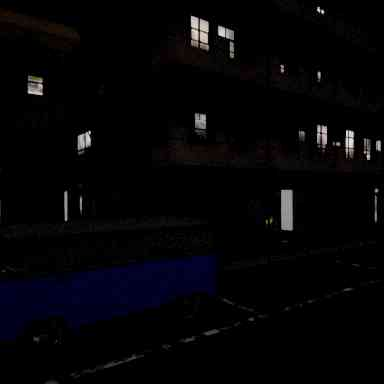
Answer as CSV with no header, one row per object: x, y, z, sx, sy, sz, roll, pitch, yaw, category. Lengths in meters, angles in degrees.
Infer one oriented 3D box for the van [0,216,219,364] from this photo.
-1.424,1.341,5.554,3.998,1.788,1.690,0,0,-36,van
